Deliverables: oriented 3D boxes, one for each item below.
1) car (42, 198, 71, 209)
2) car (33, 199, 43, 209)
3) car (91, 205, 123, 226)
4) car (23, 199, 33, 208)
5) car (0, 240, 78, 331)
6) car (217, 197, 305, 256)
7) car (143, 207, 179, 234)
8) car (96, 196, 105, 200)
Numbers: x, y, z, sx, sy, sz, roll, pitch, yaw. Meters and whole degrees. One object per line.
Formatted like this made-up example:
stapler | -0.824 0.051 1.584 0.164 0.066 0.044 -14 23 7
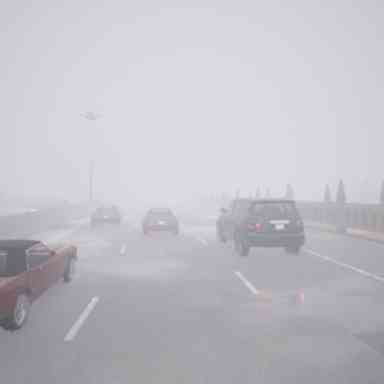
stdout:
car | -15.827 1.608 39.821 2.128 1.511 4.902 0 0 -9
car | -20.526 1.623 47.301 1.882 1.535 5.008 0 0 -9
car | -6.151 1.621 24.364 1.994 1.385 4.181 0 0 -9
car | -24.817 1.770 52.272 1.895 1.301 4.718 0 0 -8
car | -3.807 1.625 6.769 1.895 1.301 4.718 0 0 -4
car | 2.514 1.229 13.436 2.150 2.045 5.566 0 0 -7
car | -1.904 1.598 19.646 1.994 1.385 4.181 0 0 -8
car | -22.135 1.723 80.602 1.895 1.301 4.718 0 0 -9
